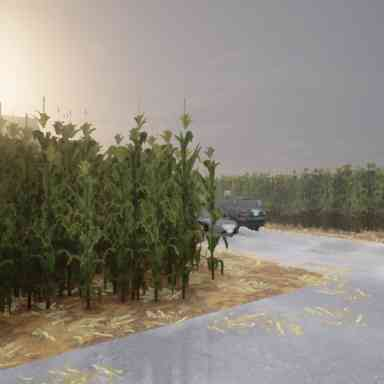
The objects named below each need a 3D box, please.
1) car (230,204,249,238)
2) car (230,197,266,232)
[{"bbox_3d":[0.342,1.557,17.342,2.128,1.511,4.902,0,-1,-35],"label":"car"},{"bbox_3d":[2.024,1.299,20.218,2.150,2.045,5.566,0,-1,-32],"label":"car"}]
